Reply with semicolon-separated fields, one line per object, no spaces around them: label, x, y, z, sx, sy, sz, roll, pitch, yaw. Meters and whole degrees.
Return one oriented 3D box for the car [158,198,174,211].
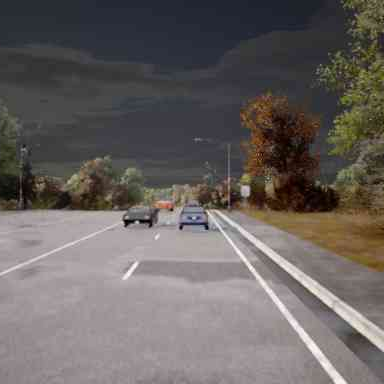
car;-3.376;1.568;42.374;2.097;1.767;4.553;0;-3;0

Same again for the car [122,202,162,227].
car;-3.405;1.612;22.875;1.895;1.301;4.718;0;0;0

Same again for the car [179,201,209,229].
car;0.109;1.558;21.782;2.033;1.411;5.357;0;0;0
